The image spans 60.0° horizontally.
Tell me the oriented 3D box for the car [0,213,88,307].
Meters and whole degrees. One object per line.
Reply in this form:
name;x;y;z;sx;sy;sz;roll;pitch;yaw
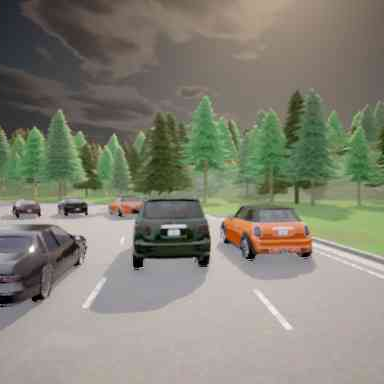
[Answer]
car;-3.966;1.483;7.995;2.033;1.411;5.357;0;1;-5

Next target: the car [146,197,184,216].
car;-2.483;1.248;29.603;1.812;1.442;4.674;0;1;-26

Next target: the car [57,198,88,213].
car;-10.507;1.234;29.092;1.882;1.535;5.008;0;0;-30

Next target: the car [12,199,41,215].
car;-14.037;1.304;28.144;1.812;1.442;4.674;0;1;-33

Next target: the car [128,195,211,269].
car;-0.828;1.113;11.043;2.150;2.045;5.566;0;0;-8

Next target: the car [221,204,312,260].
car;2.467;1.224;12.155;2.097;1.767;4.553;0;1;-8

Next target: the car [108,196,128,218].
car;-5.618;1.101;28.029;2.097;1.767;4.553;-1;1;-26
